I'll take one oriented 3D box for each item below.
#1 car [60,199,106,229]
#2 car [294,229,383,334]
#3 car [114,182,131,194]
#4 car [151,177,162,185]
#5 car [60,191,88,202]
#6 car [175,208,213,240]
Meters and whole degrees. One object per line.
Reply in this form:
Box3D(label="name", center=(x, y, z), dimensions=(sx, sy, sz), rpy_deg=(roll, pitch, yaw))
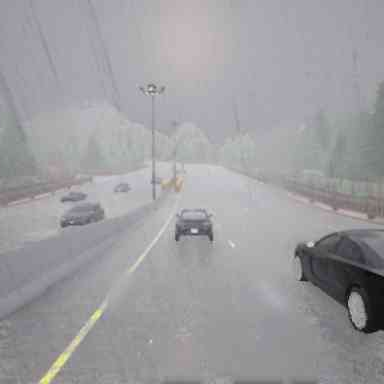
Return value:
Box3D(label="car", center=(-7.090, 1.488, 22.021), dimensions=(1.837, 1.490, 4.892), rpy_deg=(0, 1, 0))
Box3D(label="car", center=(3.601, 1.497, 6.804), dimensions=(1.882, 1.535, 5.008), rpy_deg=(0, 0, 0))
Box3D(label="car", center=(-10.543, -0.669, 50.477), dimensions=(2.128, 1.511, 4.902), rpy_deg=(0, 6, 1))
Box3D(label="car", center=(-6.900, -2.280, 65.275), dimensions=(2.033, 1.411, 5.357), rpy_deg=(0, 6, 0))
Box3D(label="car", center=(-14.077, 0.586, 39.764), dimensions=(1.895, 1.301, 4.718), rpy_deg=(0, 5, 0))
Box3D(label="car", center=(0.103, 1.567, 17.241), dimensions=(1.812, 1.442, 4.674), rpy_deg=(0, 0, 0))
